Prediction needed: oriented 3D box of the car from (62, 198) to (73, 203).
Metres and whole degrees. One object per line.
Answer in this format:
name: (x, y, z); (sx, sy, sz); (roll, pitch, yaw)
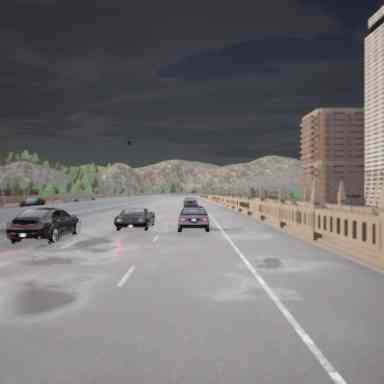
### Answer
car: (-18.068, 1.568, 50.091); (1.994, 1.385, 4.181); (0, 0, -1)

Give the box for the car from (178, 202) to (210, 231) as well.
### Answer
car: (0.099, 1.549, 20.341); (2.033, 1.411, 5.357); (0, 0, 0)

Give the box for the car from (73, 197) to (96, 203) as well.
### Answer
car: (-14.465, 1.510, 46.104); (1.837, 1.490, 4.892); (0, -1, -1)

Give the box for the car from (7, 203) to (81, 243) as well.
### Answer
car: (-6.901, 1.506, 15.989); (1.837, 1.490, 4.892); (0, 0, 0)

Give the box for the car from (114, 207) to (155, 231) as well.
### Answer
car: (-3.401, 1.602, 20.641); (1.895, 1.301, 4.718); (0, 0, 0)

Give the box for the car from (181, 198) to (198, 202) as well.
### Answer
car: (-0.248, 1.508, 42.692); (1.837, 1.490, 4.892); (0, 0, -2)

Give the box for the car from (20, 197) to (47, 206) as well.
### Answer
car: (-21.450, 1.480, 45.154); (1.882, 1.535, 5.008); (0, 0, -1)
